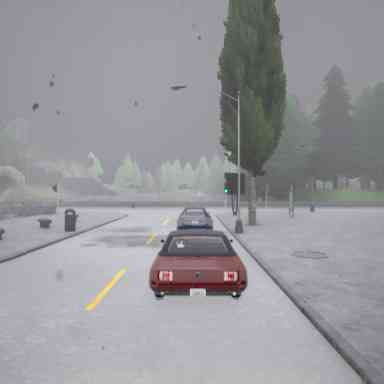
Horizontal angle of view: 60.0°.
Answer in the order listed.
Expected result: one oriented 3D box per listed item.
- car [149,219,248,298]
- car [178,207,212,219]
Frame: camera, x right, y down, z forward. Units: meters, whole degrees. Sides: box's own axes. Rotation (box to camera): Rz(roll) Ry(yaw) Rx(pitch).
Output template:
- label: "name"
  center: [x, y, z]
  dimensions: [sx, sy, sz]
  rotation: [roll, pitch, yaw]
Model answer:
- label: "car"
  center: [0.126, 1.601, 8.467]
  dimensions: [1.895, 1.301, 4.718]
  rotation: [0, 0, 0]
- label: "car"
  center: [0.165, 1.564, 19.616]
  dimensions: [1.994, 1.385, 4.181]
  rotation: [0, 0, 0]
